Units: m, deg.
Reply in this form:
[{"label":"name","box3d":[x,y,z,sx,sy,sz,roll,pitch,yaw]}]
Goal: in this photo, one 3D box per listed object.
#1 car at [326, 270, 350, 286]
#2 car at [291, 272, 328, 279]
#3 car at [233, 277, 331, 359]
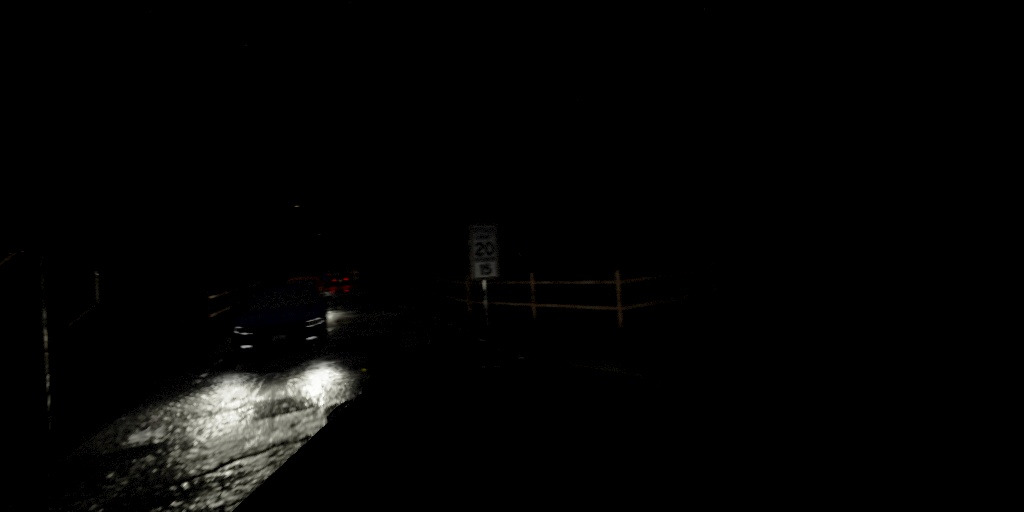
[{"label":"car","box3d":[-18.035,2.302,37.158,1.812,1.442,4.674,-3,0,-30]},{"label":"car","box3d":[-11.135,1.857,19.219,1.882,1.535,5.008,-3,0,-29]},{"label":"car","box3d":[-6.245,1.581,10.053,1.882,1.535,5.008,-3,0,-27]}]
